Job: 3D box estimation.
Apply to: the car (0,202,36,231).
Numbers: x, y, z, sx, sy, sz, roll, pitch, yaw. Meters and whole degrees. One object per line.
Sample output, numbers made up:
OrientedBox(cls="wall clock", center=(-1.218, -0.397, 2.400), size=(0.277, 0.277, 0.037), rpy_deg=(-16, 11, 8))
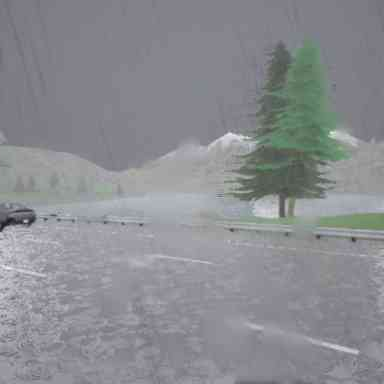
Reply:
OrientedBox(cls="car", center=(-11.167, 1.361, 19.198), size=(4.902, 1.511, 2.128), rpy_deg=(0, 1, 28))
